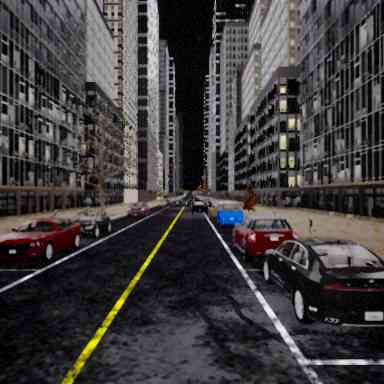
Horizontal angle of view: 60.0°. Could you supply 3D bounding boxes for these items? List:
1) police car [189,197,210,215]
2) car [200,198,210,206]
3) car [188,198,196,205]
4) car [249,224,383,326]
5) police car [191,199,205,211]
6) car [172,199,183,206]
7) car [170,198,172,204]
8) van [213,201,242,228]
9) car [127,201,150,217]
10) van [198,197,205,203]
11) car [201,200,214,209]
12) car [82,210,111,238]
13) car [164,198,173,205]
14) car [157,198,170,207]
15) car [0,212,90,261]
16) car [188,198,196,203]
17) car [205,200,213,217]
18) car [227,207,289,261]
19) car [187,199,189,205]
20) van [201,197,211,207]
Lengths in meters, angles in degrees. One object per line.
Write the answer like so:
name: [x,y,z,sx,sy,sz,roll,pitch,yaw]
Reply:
police car: [0.893,1.820,40.243,1.930,1.638,5.238,0,-1,0]
car: [2.673,2.117,69.706,1.967,1.590,4.097,0,-1,0]
car: [-0.014,2.102,76.272,1.812,1.442,4.674,0,-1,0]
car: [2.685,1.621,7.094,2.008,1.369,4.403,0,-1,0]
police car: [0.891,1.916,50.243,1.930,1.638,5.238,0,-1,0]
car: [-3.014,2.220,71.774,2.128,1.511,4.902,0,-1,0]
car: [-5.707,2.259,69.717,1.802,1.307,4.206,0,-1,0]
van: [2.681,1.579,24.171,1.690,1.788,3.998,0,-1,0]
car: [-5.701,1.789,35.569,1.967,1.590,4.097,0,-1,0]
van: [2.669,2.231,92.474,1.690,1.788,3.998,0,-1,0]
car: [2.676,2.134,58.320,1.947,1.339,4.313,0,-1,0]
car: [-5.698,1.733,18.493,2.008,1.369,4.403,0,-1,0]
car: [-5.709,2.224,81.102,1.967,1.590,4.097,0,-1,0]
car: [-5.706,2.146,63.856,1.752,1.417,4.829,0,-1,0]
car: [-5.697,1.671,12.801,1.887,1.381,4.507,0,-1,0]
car: [-0.017,2.258,91.272,2.033,1.411,5.357,0,-1,0]
car: [2.680,1.876,35.724,1.752,1.417,4.829,0,-1,0]
car: [2.683,1.566,12.787,1.967,1.590,4.097,0,-1,0]
car: [0.684,2.054,56.194,1.837,1.490,4.892,0,-1,4]
van: [2.674,1.963,64.014,1.690,1.788,3.998,0,-1,0]
